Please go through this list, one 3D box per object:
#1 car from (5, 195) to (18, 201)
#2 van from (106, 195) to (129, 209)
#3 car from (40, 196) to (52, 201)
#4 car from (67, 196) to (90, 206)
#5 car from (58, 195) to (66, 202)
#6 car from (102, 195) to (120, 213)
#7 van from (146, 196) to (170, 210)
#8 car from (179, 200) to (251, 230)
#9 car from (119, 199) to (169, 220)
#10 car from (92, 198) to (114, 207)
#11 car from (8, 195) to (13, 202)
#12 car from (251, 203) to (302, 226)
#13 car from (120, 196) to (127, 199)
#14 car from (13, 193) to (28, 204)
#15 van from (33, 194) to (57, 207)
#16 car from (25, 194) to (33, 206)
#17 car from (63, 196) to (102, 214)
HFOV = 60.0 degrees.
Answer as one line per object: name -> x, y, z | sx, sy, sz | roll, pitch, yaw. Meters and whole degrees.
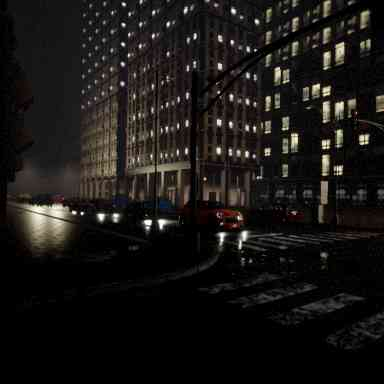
car -> -40.337, 1.377, 74.344 | 2.008, 1.369, 4.403 | 1, -1, -35
van -> -10.596, 1.368, 46.973 | 1.690, 1.788, 3.998 | 1, -1, -35
car -> -36.782, 1.570, 83.802 | 1.802, 1.307, 4.206 | 1, -1, -35
car -> -18.151, 1.457, 53.128 | 2.128, 1.511, 4.902 | 1, -1, -36
car -> -15.951, 1.404, 44.584 | 2.128, 1.511, 4.902 | 1, -1, -35
car -> -9.960, 1.402, 36.090 | 1.882, 1.535, 5.008 | 1, -1, -36
van -> -4.052, 1.382, 37.764 | 1.690, 1.788, 3.998 | 1, -1, -35
car -> 1.111, 1.303, 20.509 | 2.097, 1.767, 4.553 | 1, -1, -35
car -> -4.094, 1.502, 27.823 | 1.994, 1.385, 4.181 | 1, -1, -35
car -> -13.873, 1.586, 51.574 | 1.947, 1.339, 4.313 | 1, -1, -35
car -> -37.065, 1.396, 69.740 | 1.947, 1.339, 4.313 | 1, -1, -35
car -> 5.765, 1.505, 23.952 | 1.967, 1.590, 4.097 | 1, -1, -35
car -> -7.328, 1.584, 42.366 | 2.008, 1.369, 4.403 | 1, -1, -35
car -> -30.516, 1.155, 60.534 | 2.192, 1.841, 5.009 | 1, -1, -35
van -> -20.699, 1.197, 46.722 | 1.690, 1.788, 3.998 | 1, -1, -35
car -> -23.975, 1.432, 51.324 | 1.802, 1.307, 4.206 | 1, -1, -35
car -> -10.885, 1.427, 32.908 | 2.008, 1.369, 4.403 | 1, -1, -35
